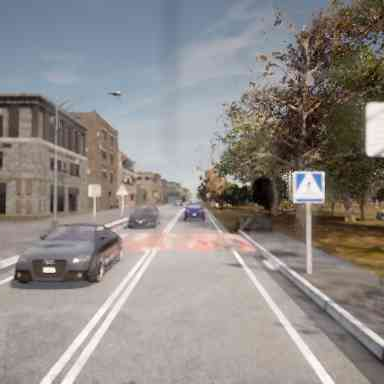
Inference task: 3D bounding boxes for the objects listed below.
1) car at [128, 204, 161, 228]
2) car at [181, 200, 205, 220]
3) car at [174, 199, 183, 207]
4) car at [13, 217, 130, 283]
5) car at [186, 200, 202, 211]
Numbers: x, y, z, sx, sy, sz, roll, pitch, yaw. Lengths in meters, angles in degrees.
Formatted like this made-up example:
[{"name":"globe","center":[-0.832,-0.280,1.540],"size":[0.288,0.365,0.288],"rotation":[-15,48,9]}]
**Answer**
[{"name":"car","center":[-3.245,1.673,23.444],"size":[1.837,1.490,4.892],"rotation":[0,0,0]},{"name":"car","center":[0.223,1.747,30.145],"size":[1.812,1.442,4.674],"rotation":[0,0,0]},{"name":"car","center":[-2.826,2.304,69.975],"size":[1.812,1.442,4.674],"rotation":[0,-1,1]},{"name":"car","center":[-3.316,1.634,9.731],"size":[1.994,1.385,4.181],"rotation":[0,0,0]},{"name":"car","center":[0.328,1.870,47.086],"size":[2.128,1.511,4.902],"rotation":[0,-1,0]}]
